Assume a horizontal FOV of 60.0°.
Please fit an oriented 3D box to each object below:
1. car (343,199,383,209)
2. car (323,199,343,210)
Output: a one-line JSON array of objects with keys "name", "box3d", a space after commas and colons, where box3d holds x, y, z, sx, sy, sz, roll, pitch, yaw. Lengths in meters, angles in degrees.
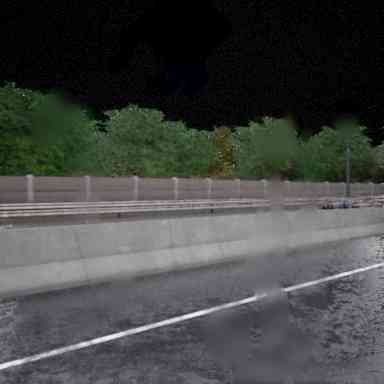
[{"name": "car", "box3d": [17.680, 1.435, 33.780, 4.181, 1.385, 1.994, 0, 0, -35]}, {"name": "car", "box3d": [16.618, 1.431, 37.319, 4.181, 1.385, 1.994, 0, 0, -35]}]
